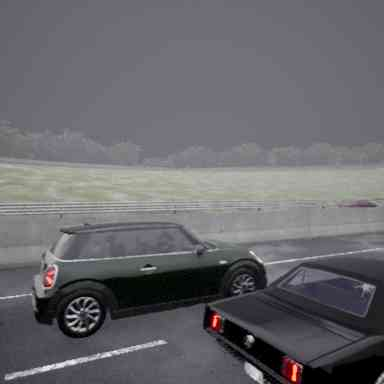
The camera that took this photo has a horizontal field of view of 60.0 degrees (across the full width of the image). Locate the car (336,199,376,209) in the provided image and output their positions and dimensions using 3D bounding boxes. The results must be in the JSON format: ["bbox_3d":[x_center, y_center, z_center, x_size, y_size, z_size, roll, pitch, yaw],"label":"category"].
[{"bbox_3d":[18.120,1.511,36.786,5.008,1.535,1.882,0,0,-28],"label":"car"}]

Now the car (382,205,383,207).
[{"bbox_3d":[21.871,1.510,34.817,4.902,1.511,2.128,0,0,-28],"label":"car"}]

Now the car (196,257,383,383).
[{"bbox_3d":[2.612,1.604,4.521,4.718,1.301,1.895,0,0,-28],"label":"car"}]

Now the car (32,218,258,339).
[{"bbox_3d":[-0.708,1.359,6.722,4.553,1.767,2.097,0,0,-27],"label":"car"}]
